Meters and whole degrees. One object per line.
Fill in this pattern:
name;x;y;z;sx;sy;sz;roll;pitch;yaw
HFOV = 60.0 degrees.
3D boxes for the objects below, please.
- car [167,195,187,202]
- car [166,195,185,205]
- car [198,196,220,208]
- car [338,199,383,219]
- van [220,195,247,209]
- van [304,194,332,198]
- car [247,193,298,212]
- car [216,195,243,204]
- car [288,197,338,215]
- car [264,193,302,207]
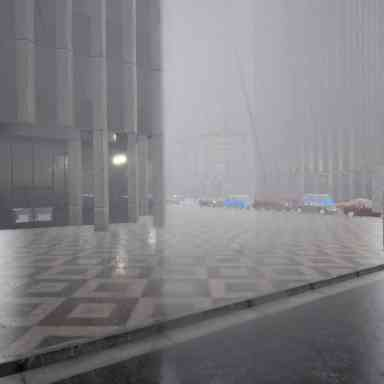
car;-3.208;1.257;69.815;2.008;1.369;4.403;-1;1;-36
car;-3.741;1.438;55.873;2.008;1.369;4.403;-1;1;-36
car;2.685;1.371;46.881;1.967;1.590;4.097;-1;1;-36
car;15.538;1.566;28.902;1.887;1.381;4.507;-1;1;-36
van;5.897;1.294;42.386;1.690;1.788;3.998;-1;1;-36
van;16.057;1.178;42.838;1.690;1.788;3.998;-1;1;-36
car;9.110;1.290;37.890;2.192;1.841;5.009;-1;1;-36
car;6.326;1.296;56.466;1.752;1.417;4.829;-1;1;-36
car;12.325;1.549;33.398;2.008;1.369;4.403;-1;1;-36
car;12.845;1.130;47.334;2.192;1.841;5.009;-1;1;-36
